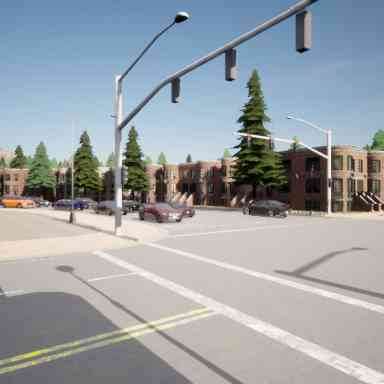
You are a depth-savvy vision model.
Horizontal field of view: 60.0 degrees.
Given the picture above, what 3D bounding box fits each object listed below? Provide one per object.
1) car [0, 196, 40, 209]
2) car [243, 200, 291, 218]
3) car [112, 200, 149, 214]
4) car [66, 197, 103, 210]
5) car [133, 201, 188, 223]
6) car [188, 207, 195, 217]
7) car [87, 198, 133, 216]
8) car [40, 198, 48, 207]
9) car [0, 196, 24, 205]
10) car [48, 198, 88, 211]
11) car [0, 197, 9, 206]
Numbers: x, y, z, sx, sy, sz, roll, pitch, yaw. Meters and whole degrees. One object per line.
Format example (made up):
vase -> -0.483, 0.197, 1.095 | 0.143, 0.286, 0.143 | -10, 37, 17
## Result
car -> -23.615, 1.352, 45.436 | 4.553, 1.767, 2.097 | 0, 0, 25
car -> 6.821, 1.504, 30.694 | 1.837, 1.490, 4.892 | -1, 1, -35
car -> -6.908, 1.601, 37.017 | 1.895, 1.301, 4.718 | 0, 0, -41
car -> -14.256, 1.491, 43.852 | 4.902, 1.511, 2.128 | 0, 0, 36
car -> -2.543, 1.526, 25.566 | 1.812, 1.442, 4.674 | 0, 0, -35
car -> -1.553, 1.564, 30.084 | 1.994, 1.385, 4.181 | 0, 0, -37
car -> -8.215, 1.547, 33.250 | 2.033, 1.411, 5.357 | 0, 0, -38
car -> -23.202, 1.491, 49.116 | 4.902, 1.511, 2.128 | 0, 0, 23
car -> -32.659, 1.478, 59.056 | 5.008, 1.535, 1.882 | 0, 0, 9
car -> -14.898, 1.601, 40.030 | 4.718, 1.301, 1.895 | 0, 0, 38
car -> -33.951, 1.547, 55.839 | 5.357, 1.411, 2.033 | 0, 0, 7
